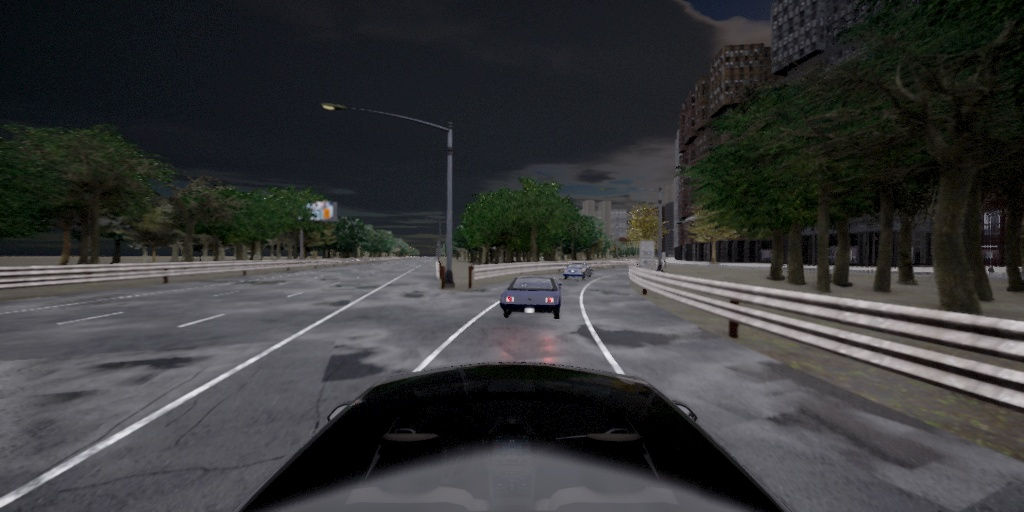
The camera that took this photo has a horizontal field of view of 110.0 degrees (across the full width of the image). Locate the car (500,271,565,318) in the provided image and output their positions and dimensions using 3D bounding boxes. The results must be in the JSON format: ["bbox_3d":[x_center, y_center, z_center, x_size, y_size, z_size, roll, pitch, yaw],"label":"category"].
[{"bbox_3d":[0.867,1.360,13.058,1.895,1.301,4.718,0,0,8],"label":"car"}]

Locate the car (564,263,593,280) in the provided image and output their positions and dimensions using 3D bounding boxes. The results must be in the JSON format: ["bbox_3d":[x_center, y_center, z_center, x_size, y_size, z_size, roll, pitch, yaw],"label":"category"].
[{"bbox_3d":[6.013,1.331,32.290,2.033,1.411,5.357,0,0,22],"label":"car"}]
